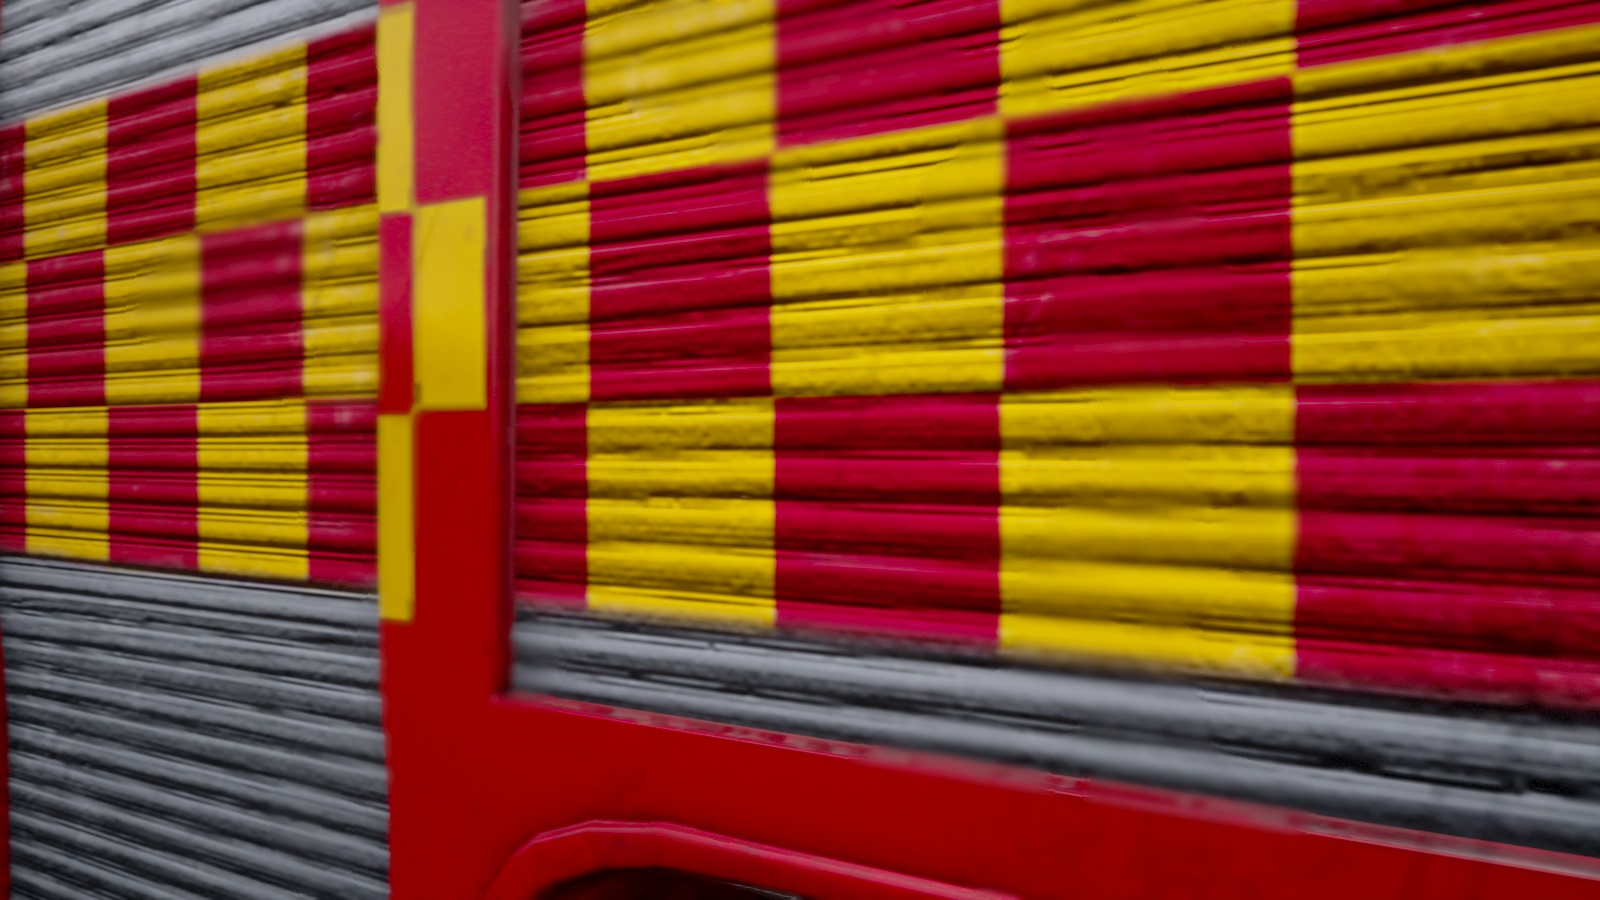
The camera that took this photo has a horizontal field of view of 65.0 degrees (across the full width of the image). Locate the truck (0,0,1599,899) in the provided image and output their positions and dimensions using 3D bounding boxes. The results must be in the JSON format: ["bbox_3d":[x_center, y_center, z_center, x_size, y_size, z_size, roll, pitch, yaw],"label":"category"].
[{"bbox_3d":[-1.237,-0.381,3.578,8.468,3.827,2.891,1,1,33],"label":"truck"}]
